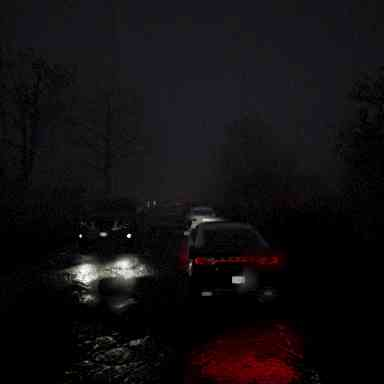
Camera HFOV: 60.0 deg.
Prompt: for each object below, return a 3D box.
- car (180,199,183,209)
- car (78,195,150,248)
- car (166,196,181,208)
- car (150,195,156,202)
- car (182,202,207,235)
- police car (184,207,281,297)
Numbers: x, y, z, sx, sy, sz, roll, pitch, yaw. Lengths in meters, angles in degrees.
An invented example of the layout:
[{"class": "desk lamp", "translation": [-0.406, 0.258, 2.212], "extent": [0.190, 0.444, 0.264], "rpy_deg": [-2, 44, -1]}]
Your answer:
[{"class": "car", "translation": [0.243, 1.503, 24.699], "extent": [1.837, 1.490, 4.892], "rpy_deg": [0, 0, -3]}, {"class": "car", "translation": [-3.381, 1.220, 15.121], "extent": [2.150, 2.045, 5.566], "rpy_deg": [0, 0, -2]}, {"class": "car", "translation": [-2.273, 1.478, 47.033], "extent": [1.882, 1.535, 5.008], "rpy_deg": [0, 0, -5]}, {"class": "car", "translation": [-9.780, 1.520, 80.141], "extent": [1.837, 1.490, 4.892], "rpy_deg": [0, 0, -10]}, {"class": "car", "translation": [0.519, 1.524, 18.676], "extent": [1.812, 1.442, 4.674], "rpy_deg": [0, 0, -2]}, {"class": "police car", "translation": [0.813, 1.424, 8.742], "extent": [1.930, 1.638, 5.238], "rpy_deg": [0, 0, -1]}]
